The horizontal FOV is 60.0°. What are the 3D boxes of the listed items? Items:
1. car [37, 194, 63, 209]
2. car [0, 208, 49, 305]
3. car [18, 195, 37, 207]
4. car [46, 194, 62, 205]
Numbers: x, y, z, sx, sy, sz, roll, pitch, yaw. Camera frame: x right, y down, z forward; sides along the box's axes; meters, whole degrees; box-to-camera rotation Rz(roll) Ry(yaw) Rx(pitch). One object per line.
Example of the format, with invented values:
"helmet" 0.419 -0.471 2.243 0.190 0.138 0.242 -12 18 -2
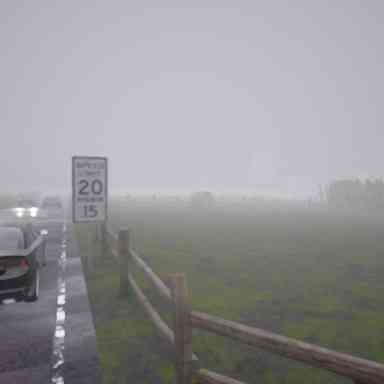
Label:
"car" -14.992 0.987 35.640 2.128 1.511 4.902 0 1 -20
"car" -4.436 1.363 7.576 1.882 1.535 5.008 0 1 -21
"car" -19.445 1.036 39.501 1.895 1.301 4.718 0 1 -21
"car" -18.734 0.961 45.400 1.895 1.301 4.718 0 1 -21
